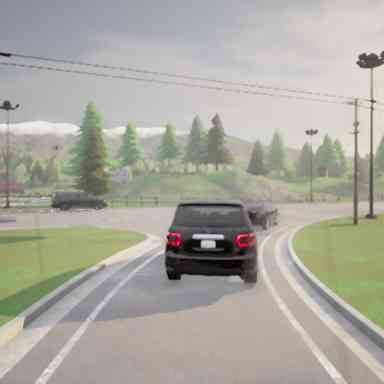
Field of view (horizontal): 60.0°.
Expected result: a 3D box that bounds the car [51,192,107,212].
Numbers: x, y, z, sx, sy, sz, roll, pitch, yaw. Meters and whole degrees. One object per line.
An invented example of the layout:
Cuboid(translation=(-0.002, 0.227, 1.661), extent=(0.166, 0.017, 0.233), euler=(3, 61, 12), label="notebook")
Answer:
Cuboid(translation=(-11.830, 0.987, 34.939), extent=(5.566, 2.045, 2.150), euler=(0, 1, -26), label="car")

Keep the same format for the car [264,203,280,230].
Cuboid(translation=(4.011, 1.370, 20.184), extent=(1.837, 1.490, 4.892), euler=(0, 1, 25), label="car")

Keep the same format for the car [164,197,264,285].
Cuboid(translation=(0.693, 1.157, 9.587), extent=(2.150, 2.045, 5.566), euler=(0, 0, 8), label="car")
